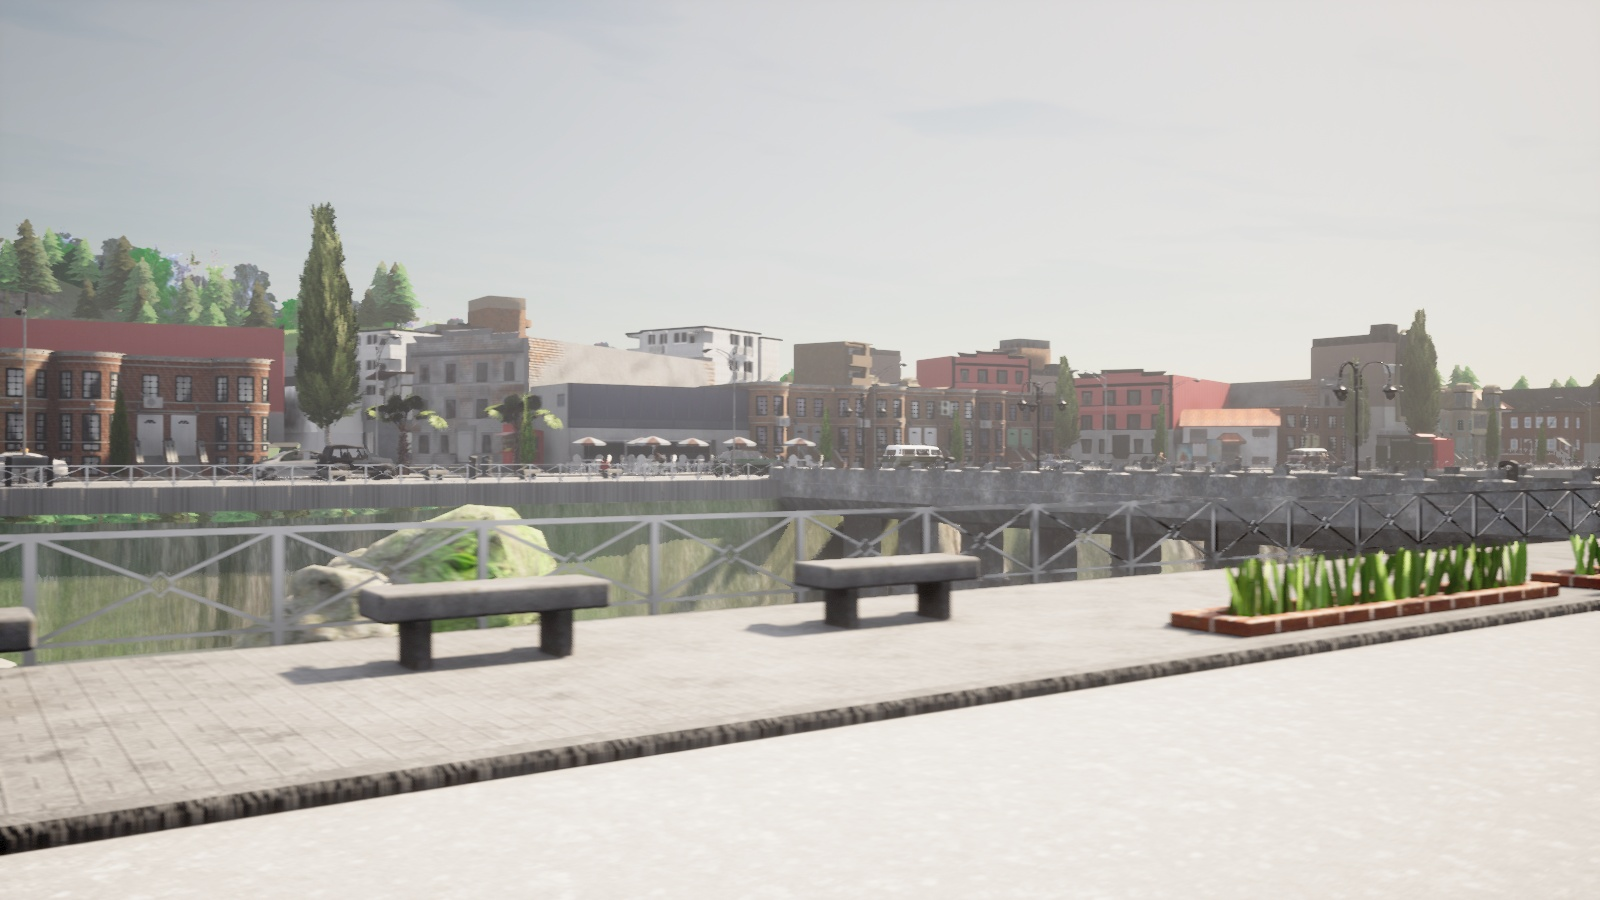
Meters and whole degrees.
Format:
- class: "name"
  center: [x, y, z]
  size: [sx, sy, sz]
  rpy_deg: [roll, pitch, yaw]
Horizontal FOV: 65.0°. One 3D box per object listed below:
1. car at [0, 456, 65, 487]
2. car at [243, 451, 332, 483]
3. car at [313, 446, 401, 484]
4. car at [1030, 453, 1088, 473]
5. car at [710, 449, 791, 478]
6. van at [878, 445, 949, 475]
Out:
- class: "car"
  center: [-37.016, 0.992, 58.510]
  size: [4.674, 1.442, 1.812]
  rpy_deg: [0, 0, -35]
- class: "car"
  center: [-26.768, 0.860, 65.648]
  size: [3.988, 1.617, 1.851]
  rpy_deg: [0, 0, -35]
- class: "car"
  center: [-22.474, 0.745, 63.766]
  size: [3.866, 1.878, 1.905]
  rpy_deg: [0, 0, -35]
- class: "car"
  center: [19.118, 0.945, 92.732]
  size: [4.193, 1.474, 1.816]
  rpy_deg: [0, 0, -35]
- class: "car"
  center: [-3.019, 0.799, 77.315]
  size: [4.553, 1.767, 2.097]
  rpy_deg: [0, 0, -35]
- class: "van"
  center: [7.691, 0.660, 84.774]
  size: [4.480, 2.038, 2.069]
  rpy_deg: [0, 0, -35]
